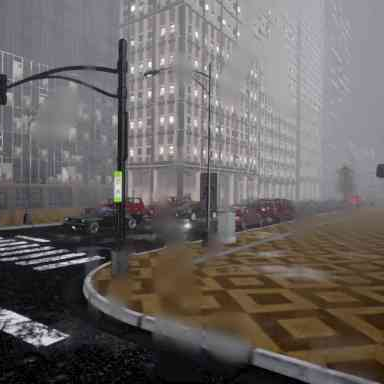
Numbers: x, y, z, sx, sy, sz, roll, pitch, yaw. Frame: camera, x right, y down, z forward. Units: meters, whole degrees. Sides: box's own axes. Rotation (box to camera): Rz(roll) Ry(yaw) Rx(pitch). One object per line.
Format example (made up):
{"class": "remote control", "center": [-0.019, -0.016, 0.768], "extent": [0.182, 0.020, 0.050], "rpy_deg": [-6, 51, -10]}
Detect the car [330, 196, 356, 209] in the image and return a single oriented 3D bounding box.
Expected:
{"class": "car", "center": [21.395, 1.656, 47.096], "extent": [1.812, 1.442, 4.674], "rpy_deg": [1, 1, 35]}

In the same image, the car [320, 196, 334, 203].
{"class": "car", "center": [29.867, 1.617, 73.524], "extent": [1.802, 1.307, 4.206], "rpy_deg": [1, 1, 35]}

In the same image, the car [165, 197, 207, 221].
{"class": "car", "center": [0.310, 1.485, 27.447], "extent": [1.882, 1.535, 5.008], "rpy_deg": [1, 1, 35]}

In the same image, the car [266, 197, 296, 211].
{"class": "car", "center": [11.719, 1.525, 43.502], "extent": [2.128, 1.511, 4.902], "rpy_deg": [1, 1, 36]}

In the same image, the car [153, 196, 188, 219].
{"class": "car", "center": [-1.810, 1.283, 28.942], "extent": [2.192, 1.841, 5.009], "rpy_deg": [1, 0, 35]}

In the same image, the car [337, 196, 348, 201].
{"class": "car", "center": [39.461, 1.624, 87.091], "extent": [1.947, 1.339, 4.313], "rpy_deg": [1, 1, 35]}

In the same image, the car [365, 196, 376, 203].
{"class": "car", "center": [39.505, 1.598, 73.503], "extent": [1.967, 1.590, 4.097], "rpy_deg": [1, 1, 35]}

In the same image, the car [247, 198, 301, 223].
{"class": "car", "center": [6.745, 1.409, 26.944], "extent": [2.192, 1.841, 5.009], "rpy_deg": [1, 0, 35]}

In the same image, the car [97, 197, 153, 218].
{"class": "car", "center": [-5.465, 1.275, 23.772], "extent": [2.192, 1.841, 5.009], "rpy_deg": [1, 0, 35]}

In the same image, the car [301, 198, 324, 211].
{"class": "car", "center": [15.384, 1.642, 43.659], "extent": [1.994, 1.385, 4.181], "rpy_deg": [1, 0, 35]}

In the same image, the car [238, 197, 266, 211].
{"class": "car", "center": [7.692, 1.431, 42.270], "extent": [1.967, 1.590, 4.097], "rpy_deg": [1, 0, 35]}

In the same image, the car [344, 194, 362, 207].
{"class": "car", "center": [25.422, 1.366, 52.858], "extent": [2.150, 2.045, 5.566], "rpy_deg": [1, 1, 35]}

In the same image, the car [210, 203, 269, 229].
{"class": "car", "center": [3.256, 1.668, 22.015], "extent": [1.802, 1.307, 4.206], "rpy_deg": [1, 0, 35]}

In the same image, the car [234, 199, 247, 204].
{"class": "car", "center": [5.771, 1.511, 35.162], "extent": [2.128, 1.511, 4.902], "rpy_deg": [1, 1, 35]}

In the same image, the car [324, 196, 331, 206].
{"class": "car", "center": [23.102, 1.659, 54.576], "extent": [1.994, 1.385, 4.181], "rpy_deg": [1, 1, 35]}

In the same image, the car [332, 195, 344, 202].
{"class": "car", "center": [36.176, 1.571, 82.444], "extent": [1.752, 1.417, 4.829], "rpy_deg": [1, 1, 35]}

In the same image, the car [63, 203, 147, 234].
{"class": "car", "center": [-5.132, 1.595, 19.724], "extent": [1.895, 1.301, 4.718], "rpy_deg": [1, 1, 35]}
